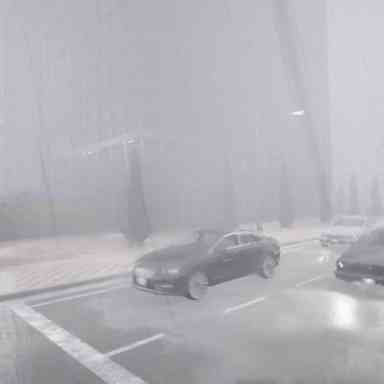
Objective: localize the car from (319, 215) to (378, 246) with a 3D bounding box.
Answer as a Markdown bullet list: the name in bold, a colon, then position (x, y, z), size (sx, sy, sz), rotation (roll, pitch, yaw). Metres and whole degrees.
- **car**: position (7.989, 1.897, 16.274), size (4.674, 1.442, 1.812), rotation (0, -3, -43)

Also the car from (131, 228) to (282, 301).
- **car**: position (0.620, 1.810, 9.377), size (4.902, 1.511, 2.128), rotation (0, -3, -43)

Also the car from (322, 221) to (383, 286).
- **car**: position (6.115, 1.742, 9.729), size (5.357, 1.411, 2.033), rotation (0, -3, -43)
